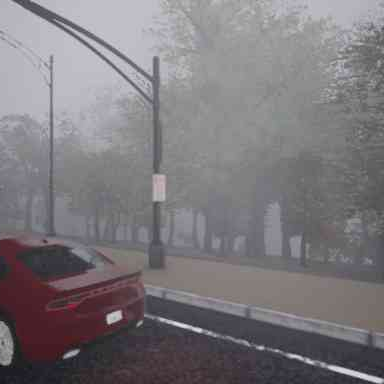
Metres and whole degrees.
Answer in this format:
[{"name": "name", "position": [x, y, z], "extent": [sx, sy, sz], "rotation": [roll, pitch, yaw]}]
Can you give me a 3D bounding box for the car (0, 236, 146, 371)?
[{"name": "car", "position": [-3.048, 1.534, 5.857], "extent": [5.008, 1.535, 1.882], "rotation": [-1, 0, 35]}]
